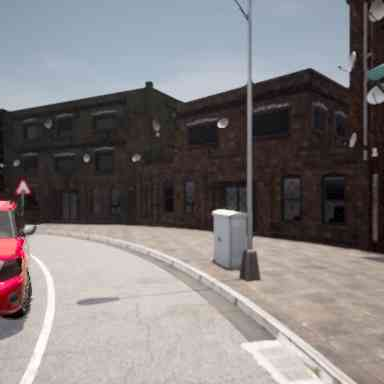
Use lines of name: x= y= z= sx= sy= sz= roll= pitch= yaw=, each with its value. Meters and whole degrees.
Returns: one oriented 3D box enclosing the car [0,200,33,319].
car: x=-4.716 y=1.227 z=7.170 sx=2.150 sy=2.045 sz=5.566 roll=0 pitch=0 yaw=-25
